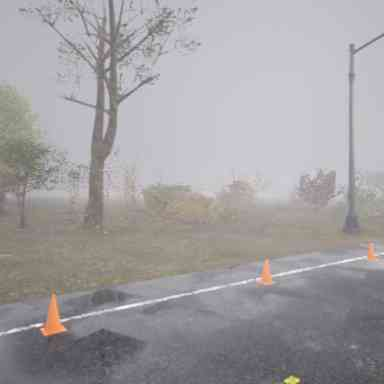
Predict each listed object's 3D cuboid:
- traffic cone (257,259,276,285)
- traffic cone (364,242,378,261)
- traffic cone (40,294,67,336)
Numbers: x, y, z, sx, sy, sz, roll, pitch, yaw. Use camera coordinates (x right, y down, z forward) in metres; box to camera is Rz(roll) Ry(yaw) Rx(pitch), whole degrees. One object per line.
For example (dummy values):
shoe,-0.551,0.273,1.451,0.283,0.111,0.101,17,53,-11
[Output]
traffic cone,1.864,1.966,8.292,0.340,0.580,0.340,0,0,-35
traffic cone,5.999,1.978,11.149,0.340,0.580,0.340,0,0,-34
traffic cone,-2.247,1.954,5.403,0.340,0.580,0.340,0,0,-35
